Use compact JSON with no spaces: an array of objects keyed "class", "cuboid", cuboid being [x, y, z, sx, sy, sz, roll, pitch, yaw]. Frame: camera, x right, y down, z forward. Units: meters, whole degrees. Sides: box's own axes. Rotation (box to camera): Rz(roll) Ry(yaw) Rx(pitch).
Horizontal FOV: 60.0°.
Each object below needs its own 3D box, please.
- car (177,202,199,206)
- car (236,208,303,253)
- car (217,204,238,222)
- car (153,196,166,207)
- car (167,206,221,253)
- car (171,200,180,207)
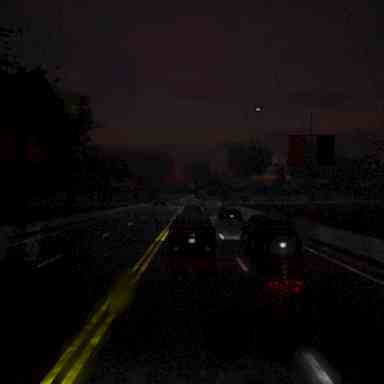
[{"class":"car","cuboid":[0.003,1.836,28.987,2.033,1.411,5.357,0,-1,0]},{"class":"car","cuboid":[3.256,1.649,14.304,1.837,1.490,4.892,0,0,0]},{"class":"car","cuboid":[3.258,1.819,29.383,1.812,1.442,4.674,0,0,0]},{"class":"car","cuboid":[-6.499,1.894,67.133,2.150,2.045,5.566,0,0,0]},{"class":"car","cuboid":[0.008,1.620,14.474,1.882,1.535,5.008,0,0,0]},{"class":"car","cuboid":[-3.248,2.272,67.413,1.895,1.301,4.718,0,-1,0]}]
